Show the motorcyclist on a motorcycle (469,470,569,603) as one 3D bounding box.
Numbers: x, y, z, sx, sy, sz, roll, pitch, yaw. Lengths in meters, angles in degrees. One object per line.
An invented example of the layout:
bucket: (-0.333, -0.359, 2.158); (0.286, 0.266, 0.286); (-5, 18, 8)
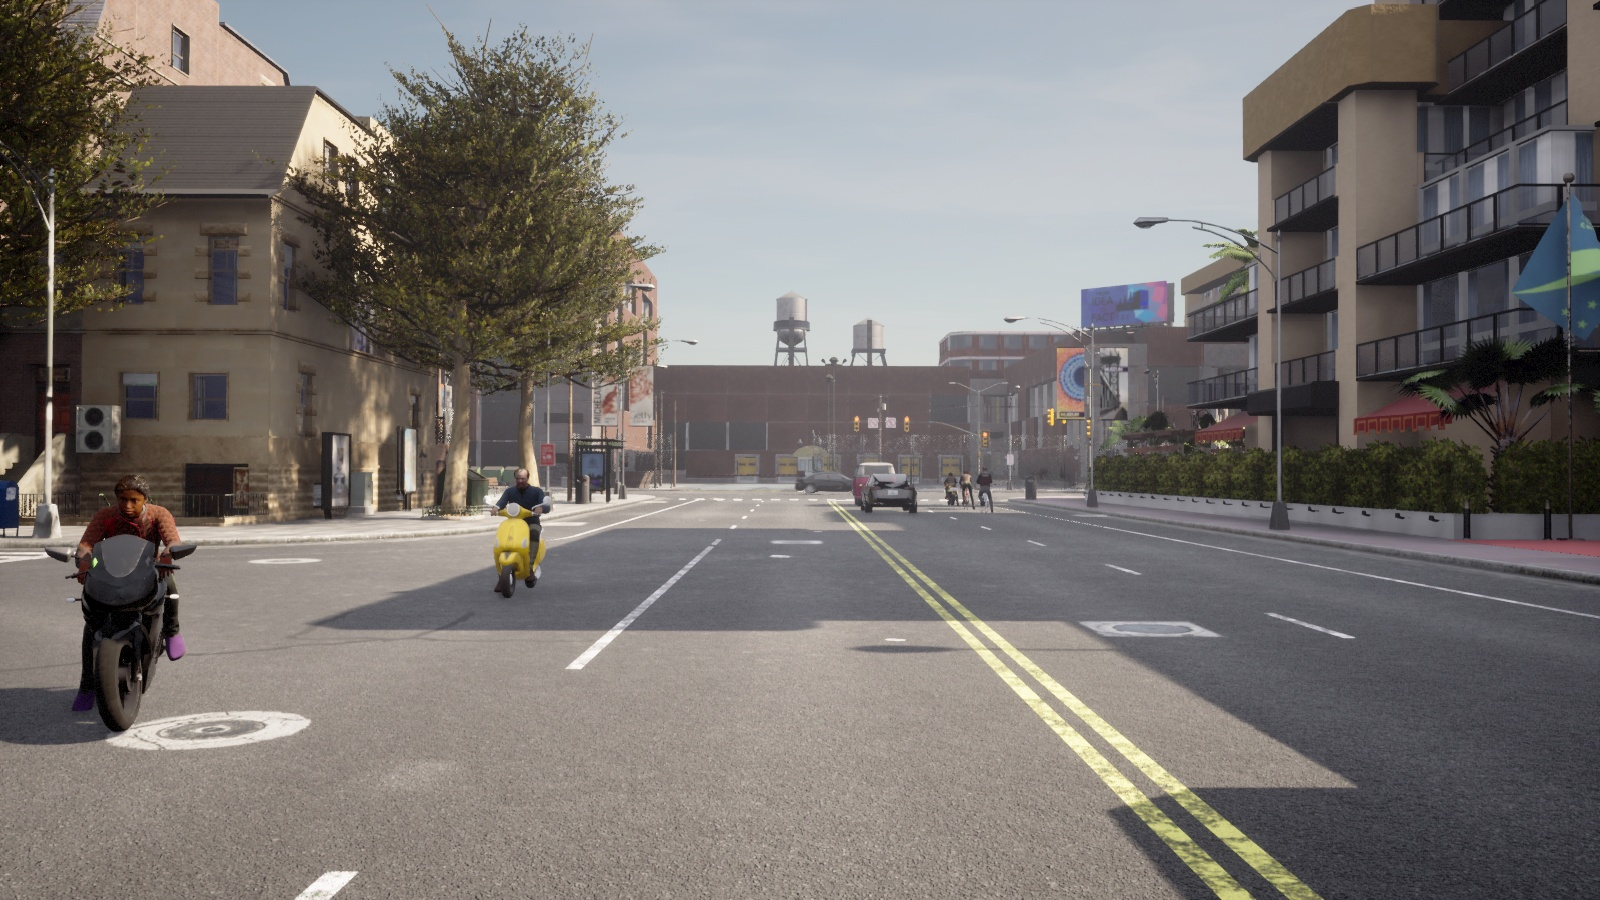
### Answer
motorcyclist on a motorcycle: (-3.536, 1.050, 15.958); (0.866, 1.590, 1.817); (0, -1, 0)

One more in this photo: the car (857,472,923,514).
car: (3.391, 1.608, 48.182); (2.163, 1.488, 4.792); (0, -1, 0)

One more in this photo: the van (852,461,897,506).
van: (3.369, 1.512, 57.213); (1.775, 1.987, 4.442); (0, -1, 0)

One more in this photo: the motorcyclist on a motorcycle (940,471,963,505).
motorcyclist on a motorcycle: (6.873, 1.725, 57.068); (0.797, 1.523, 2.044); (0, -1, 0)

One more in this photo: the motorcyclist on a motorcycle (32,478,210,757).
motorcyclist on a motorcycle: (-4.264, 0.948, 8.029); (0.797, 1.523, 2.044); (0, -1, -23)

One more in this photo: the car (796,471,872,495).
car: (2.221, 2.179, 83.309); (5.008, 1.535, 1.882); (0, -1, 0)
